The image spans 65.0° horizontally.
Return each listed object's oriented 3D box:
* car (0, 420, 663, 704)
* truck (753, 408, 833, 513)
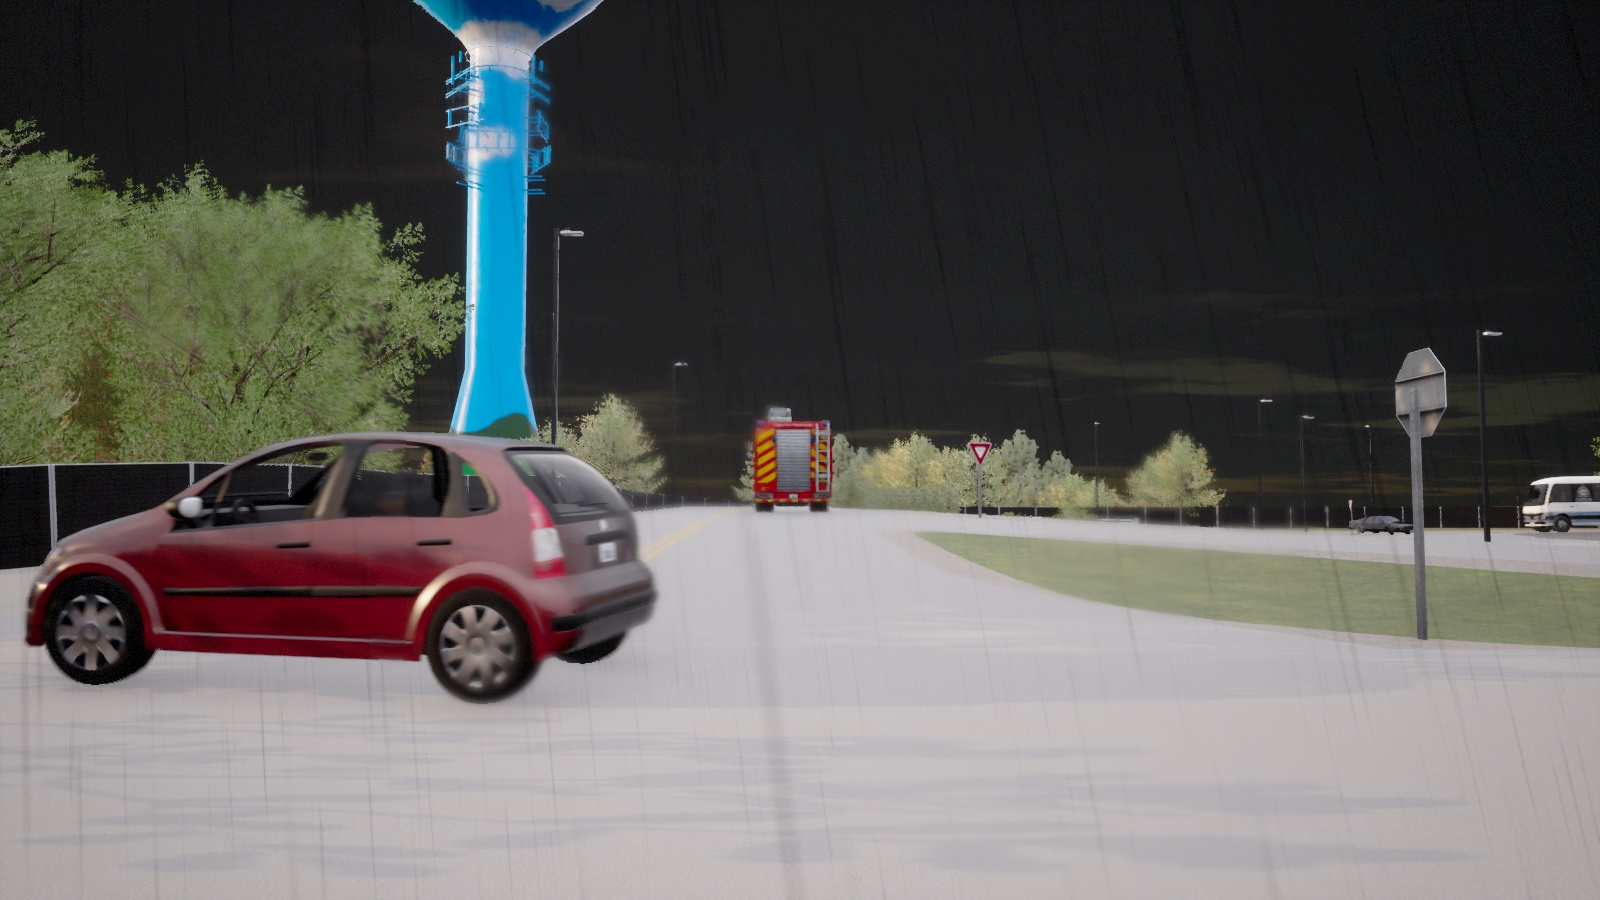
[{"bbox_3d":[-3.135,0.644,8.520,3.988,1.617,1.851,0,0,13],"label":"car"},{"bbox_3d":[-0.410,0.519,49.957,2.891,3.827,8.468,0,-2,-2],"label":"truck"}]
